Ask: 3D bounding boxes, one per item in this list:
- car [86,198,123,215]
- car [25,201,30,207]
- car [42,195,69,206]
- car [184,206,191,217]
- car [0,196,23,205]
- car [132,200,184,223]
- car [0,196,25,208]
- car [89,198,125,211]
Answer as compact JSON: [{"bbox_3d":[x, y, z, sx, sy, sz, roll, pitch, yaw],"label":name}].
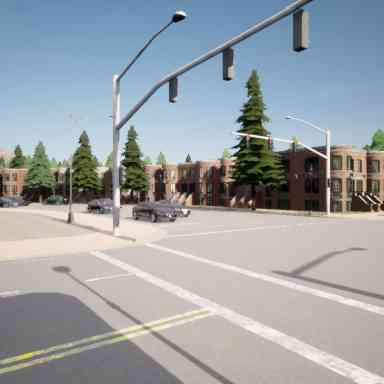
[{"bbox_3d":[-9.129,1.491,34.019,2.128,1.511,4.902,0,0,-40],"label":"car"},{"bbox_3d":[-26.781,1.565,50.483,4.181,1.385,1.994,0,0,19],"label":"car"},{"bbox_3d":[-23.239,1.352,56.492,4.553,1.767,2.097,0,0,21],"label":"car"},{"bbox_3d":[-2.045,1.491,30.563,2.128,1.511,4.902,0,0,-37],"label":"car"},{"bbox_3d":[-32.922,1.492,58.961,4.902,1.511,2.128,0,0,9],"label":"car"},{"bbox_3d":[-3.000,1.505,26.015,1.837,1.490,4.892,0,0,-36],"label":"car"},{"bbox_3d":[-26.221,1.525,46.517,4.674,1.442,1.812,0,0,21],"label":"car"},{"bbox_3d":[-10.452,1.478,40.579,5.008,1.535,1.882,0,0,42],"label":"car"}]
